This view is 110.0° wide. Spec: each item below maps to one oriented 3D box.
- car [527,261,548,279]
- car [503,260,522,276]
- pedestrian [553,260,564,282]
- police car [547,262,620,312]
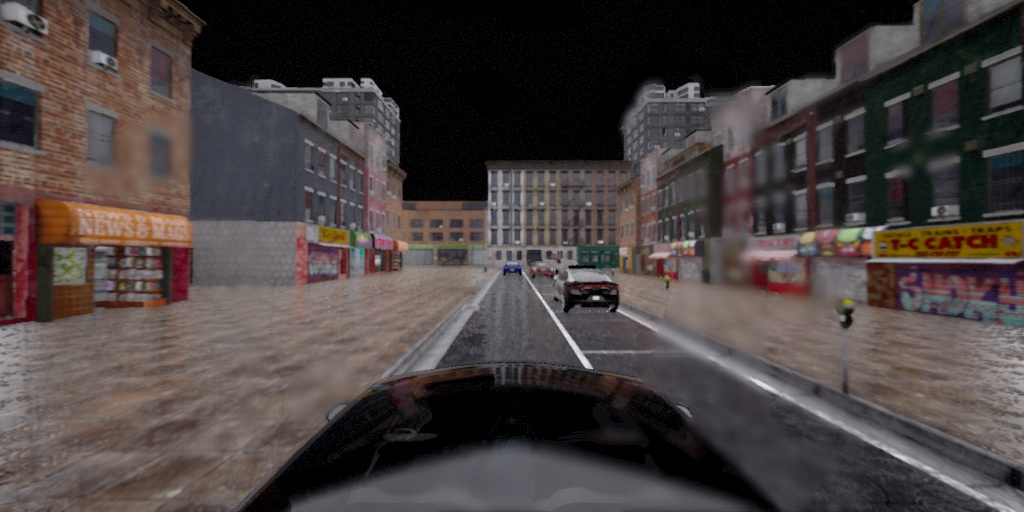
[{"bbox_3d":[2.633,1.173,32.280,1.967,1.591,4.097,0,0,0],"label":"car"},{"bbox_3d":[0.055,1.210,37.406,1.882,1.535,5.008,0,0,0],"label":"car"},{"bbox_3d":[2.341,1.032,17.322,0.375,1.860,0.375,0,0,0],"label":"pedestrian"},{"bbox_3d":[2.748,1.165,14.306,1.930,1.638,5.238,0,0,0],"label":"police car"}]
